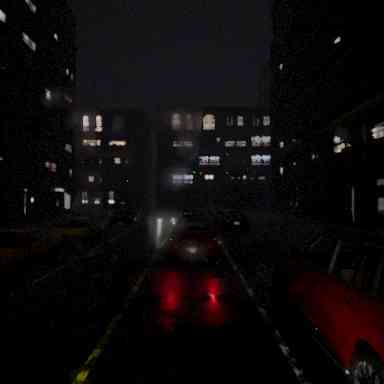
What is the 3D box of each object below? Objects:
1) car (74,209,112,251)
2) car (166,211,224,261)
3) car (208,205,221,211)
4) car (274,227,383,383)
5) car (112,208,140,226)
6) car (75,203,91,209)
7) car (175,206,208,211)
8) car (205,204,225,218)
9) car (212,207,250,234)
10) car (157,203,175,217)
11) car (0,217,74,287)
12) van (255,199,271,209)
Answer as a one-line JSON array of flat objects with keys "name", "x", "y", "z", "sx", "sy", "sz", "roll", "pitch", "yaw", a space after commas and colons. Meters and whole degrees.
[{"name": "car", "x": -5.292, "y": 1.729, "z": 15.329, "sx": 1.752, "sy": 1.417, "sz": 4.829, "roll": 1, "pitch": -1, "yaw": 0}, {"name": "car", "x": 0.044, "y": 1.697, "z": 12.941, "sx": 1.812, "sy": 1.442, "sz": 4.674, "roll": 0, "pitch": -1, "yaw": 0}, {"name": "car", "x": 2.563, "y": 1.905, "z": 26.655, "sx": 1.887, "sy": 1.381, "sz": 4.507, "roll": 1, "pitch": -1, "yaw": 0}, {"name": "car", "x": 2.575, "y": 1.374, "z": 4.405, "sx": 2.192, "sy": 1.841, "sz": 5.009, "roll": 1, "pitch": -1, "yaw": 0}, {"name": "car", "x": -5.284, "y": 1.925, "z": 26.626, "sx": 1.947, "sy": 1.339, "sz": 4.313, "roll": 1, "pitch": -1, "yaw": 0}, {"name": "car", "x": -19.724, "y": 2.510, "z": 57.296, "sx": 4.403, "sy": 1.369, "sz": 2.008, "roll": 0, "pitch": -1, "yaw": 0}, {"name": "car", "x": 0.032, "y": 1.861, "z": 27.295, "sx": 2.128, "sy": 1.511, "sz": 4.902, "roll": 0, "pitch": -1, "yaw": 1}, {"name": "car", "x": 2.558, "y": 2.085, "z": 37.781, "sx": 1.947, "sy": 1.339, "sz": 4.313, "roll": 1, "pitch": -1, "yaw": 0}, {"name": "car", "x": 2.565, "y": 1.849, "z": 21.090, "sx": 1.947, "sy": 1.339, "sz": 4.313, "roll": 1, "pitch": -1, "yaw": 0}, {"name": "car", "x": -2.811, "y": 2.033, "z": 38.332, "sx": 1.837, "sy": 1.490, "sz": 4.892, "roll": 0, "pitch": -1, "yaw": 1}, {"name": "car", "x": -5.299, "y": 1.655, "z": 9.765, "sx": 1.752, "sy": 1.417, "sz": 4.829, "roll": 1, "pitch": -1, "yaw": 0}, {"name": "van", "x": 13.059, "y": 2.094, "z": 57.361, "sx": 3.998, "sy": 1.788, "sz": 1.690, "roll": 0, "pitch": -1, "yaw": 0}]
